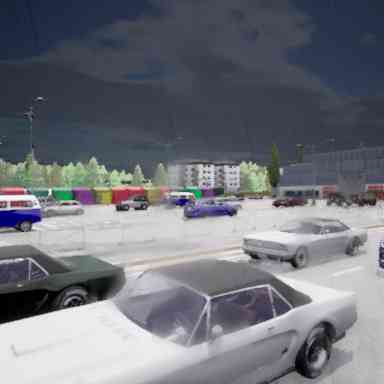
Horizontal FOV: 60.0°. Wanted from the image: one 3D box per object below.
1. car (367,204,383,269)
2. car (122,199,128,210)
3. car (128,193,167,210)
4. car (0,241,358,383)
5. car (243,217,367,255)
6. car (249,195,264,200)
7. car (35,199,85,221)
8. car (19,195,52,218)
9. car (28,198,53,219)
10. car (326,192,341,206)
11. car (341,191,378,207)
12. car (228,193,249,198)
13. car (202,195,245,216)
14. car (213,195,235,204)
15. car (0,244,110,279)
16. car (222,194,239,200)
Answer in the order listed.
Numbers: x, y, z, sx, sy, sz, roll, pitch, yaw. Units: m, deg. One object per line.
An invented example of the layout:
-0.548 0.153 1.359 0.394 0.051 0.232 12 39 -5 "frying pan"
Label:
7.121 1.254 9.219 4.553 1.767 2.097 -1 0 -36 "car"
-8.179 1.517 51.198 3.905 1.438 1.784 -1 0 -36 "car"
-6.531 1.281 48.818 4.605 1.855 1.932 -1 0 -36 "car"
-0.116 1.609 3.915 4.718 1.301 1.895 -1 0 -36 "car"
3.853 1.553 11.163 4.718 1.301 1.895 -1 0 -36 "car"
16.287 1.357 85.051 1.994 1.385 4.181 -1 0 -35 "car"
-12.121 1.598 30.987 3.806 1.475 1.970 -1 0 -36 "car"
-15.445 1.408 35.469 4.605 1.855 1.932 -1 0 -36 "car"
-13.823 1.593 33.329 3.905 1.438 1.784 -1 0 -36 "car"
19.196 0.895 43.291 3.866 1.878 1.905 -1 0 -36 "car"
20.854 0.866 40.919 4.605 1.855 1.932 -1 0 -36 "car"
7.625 1.077 59.140 3.866 1.878 1.905 -1 0 -36 "car"
3.484 1.366 35.205 3.806 1.475 1.970 -1 0 -36 "car"
5.934 1.343 61.487 3.806 1.475 1.970 -1 0 -36 "car"
-3.654 1.663 5.662 4.718 1.301 1.895 -1 0 -36 "car"
10.703 1.370 93.157 1.882 1.535 5.008 -1 0 -35 "car"
